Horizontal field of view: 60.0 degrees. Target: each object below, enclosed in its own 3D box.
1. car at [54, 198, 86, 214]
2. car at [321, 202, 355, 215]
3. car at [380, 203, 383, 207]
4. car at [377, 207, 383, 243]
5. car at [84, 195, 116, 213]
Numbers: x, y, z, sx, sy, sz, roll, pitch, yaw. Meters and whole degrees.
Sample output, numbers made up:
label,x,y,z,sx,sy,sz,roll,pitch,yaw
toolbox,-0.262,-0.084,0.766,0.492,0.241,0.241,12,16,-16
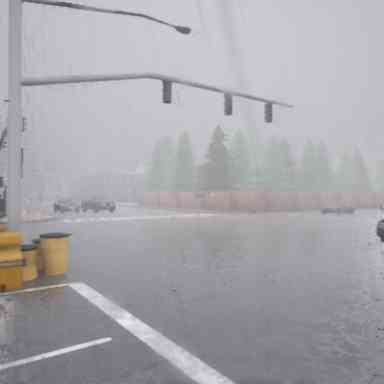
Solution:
label,x,y,z,sx,sy,sz,roll,pitch,yaw
car,-13.840,1.562,36.641,2.128,1.511,4.902,1,0,-36
car,16.286,1.811,37.079,4.181,1.385,1.994,0,0,-35
car,27.099,1.833,44.760,4.902,1.511,2.128,1,0,-35
car,10.531,1.616,15.552,4.902,1.511,2.128,0,0,-35
car,-10.883,1.316,38.440,2.150,2.045,5.566,1,0,-39
